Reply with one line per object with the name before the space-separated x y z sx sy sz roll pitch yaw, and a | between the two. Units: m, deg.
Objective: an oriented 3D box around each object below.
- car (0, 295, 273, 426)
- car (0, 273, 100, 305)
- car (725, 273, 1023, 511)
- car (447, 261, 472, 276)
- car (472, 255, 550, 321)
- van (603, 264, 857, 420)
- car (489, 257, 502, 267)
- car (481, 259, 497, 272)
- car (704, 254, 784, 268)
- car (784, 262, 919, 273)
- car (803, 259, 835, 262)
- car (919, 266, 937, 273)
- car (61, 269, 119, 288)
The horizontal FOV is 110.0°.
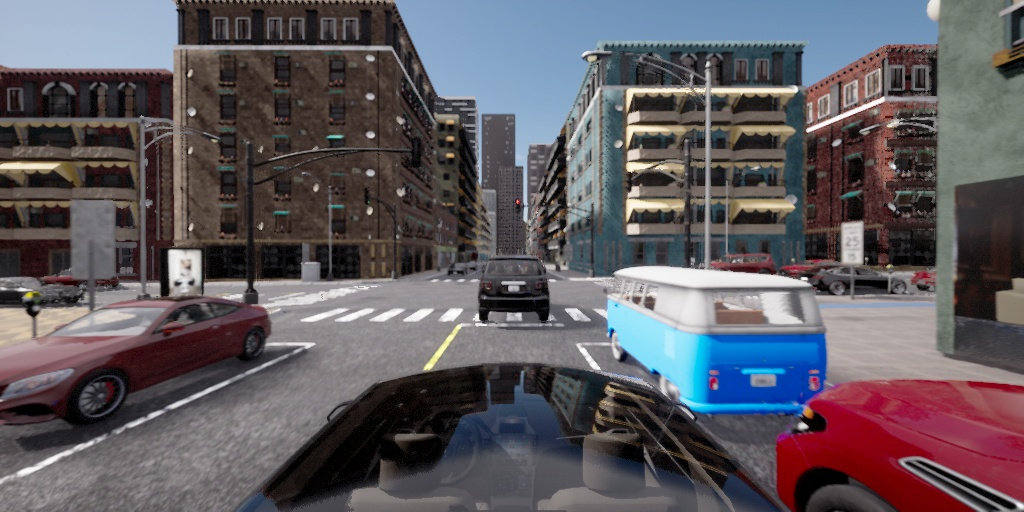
car | -5.692 1.332 5.678 1.802 1.307 4.207 0 0 0
car | -22.395 1.638 16.446 4.403 1.370 2.007 0 0 0
car | 2.689 1.065 0.150 2.192 1.841 5.009 0 0 0
car | -5.696 1.322 38.083 1.948 1.339 4.313 0 0 0
car | 0.066 0.974 12.542 2.150 2.045 5.566 0 0 0
van | 2.689 1.091 5.678 1.690 1.789 3.998 0 0 0
car | -3.034 1.126 65.448 2.097 1.767 4.553 0 0 0
car | -3.091 1.240 48.657 1.882 1.535 5.008 0 0 0
car | 15.770 0.783 25.233 5.009 1.841 2.192 0 0 0
car | 15.792 1.098 16.853 4.313 1.339 1.948 0 0 0
car | 21.341 0.933 25.274 4.507 1.381 1.888 0 0 0
car | 21.362 1.034 16.893 4.207 1.307 1.802 0 0 0
car | -30.263 1.576 25.028 4.097 1.591 1.967 0 0 0
